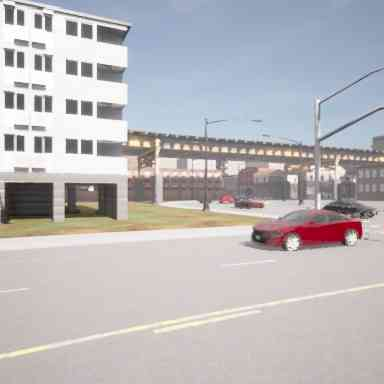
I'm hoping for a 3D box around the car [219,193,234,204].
[{"bbox_3d":[6.648,1.237,65.723,2.150,2.045,5.566,0,0,11],"label":"car"}]

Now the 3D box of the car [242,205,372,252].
[{"bbox_3d":[4.821,1.482,13.849,5.008,1.535,1.882,0,0,-24],"label":"car"}]

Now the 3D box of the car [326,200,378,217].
[{"bbox_3d":[14.291,1.516,30.115,1.837,1.490,4.892,0,0,-25],"label":"car"}]

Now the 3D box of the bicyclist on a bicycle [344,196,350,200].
[{"bbox_3d":[20.163,1.319,43.359,1.656,1.620,0.582,0,0,-25],"label":"bicyclist on a bicycle"}]

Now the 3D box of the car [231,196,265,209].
[{"bbox_3d":[7.596,1.612,44.269,1.895,1.301,4.718,0,0,-25],"label":"car"}]

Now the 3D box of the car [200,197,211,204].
[{"bbox_3d":[2.591,1.578,63.086,1.994,1.385,4.181,0,0,7],"label":"car"}]

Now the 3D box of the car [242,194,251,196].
[{"bbox_3d":[11.230,1.544,75.429,2.128,1.511,4.902,0,0,41],"label":"car"}]
